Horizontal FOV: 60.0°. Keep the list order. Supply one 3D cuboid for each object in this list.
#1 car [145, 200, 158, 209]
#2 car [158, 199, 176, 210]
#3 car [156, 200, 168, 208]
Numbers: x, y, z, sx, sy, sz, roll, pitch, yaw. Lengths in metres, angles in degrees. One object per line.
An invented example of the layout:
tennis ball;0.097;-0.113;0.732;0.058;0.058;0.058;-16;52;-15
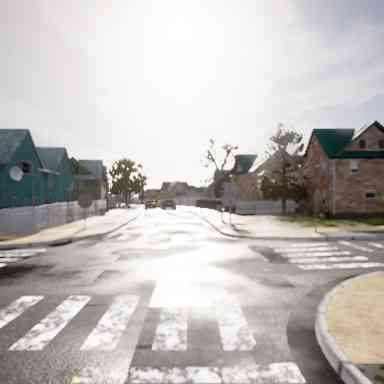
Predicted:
car;-7.471;2.239;59.596;1.837;1.490;4.892;0;-1;-10
car;-3.990;2.021;55.934;2.097;1.767;4.553;0;-1;-10
car;-5.969;2.333;65.858;1.882;1.535;5.008;0;-1;-13
